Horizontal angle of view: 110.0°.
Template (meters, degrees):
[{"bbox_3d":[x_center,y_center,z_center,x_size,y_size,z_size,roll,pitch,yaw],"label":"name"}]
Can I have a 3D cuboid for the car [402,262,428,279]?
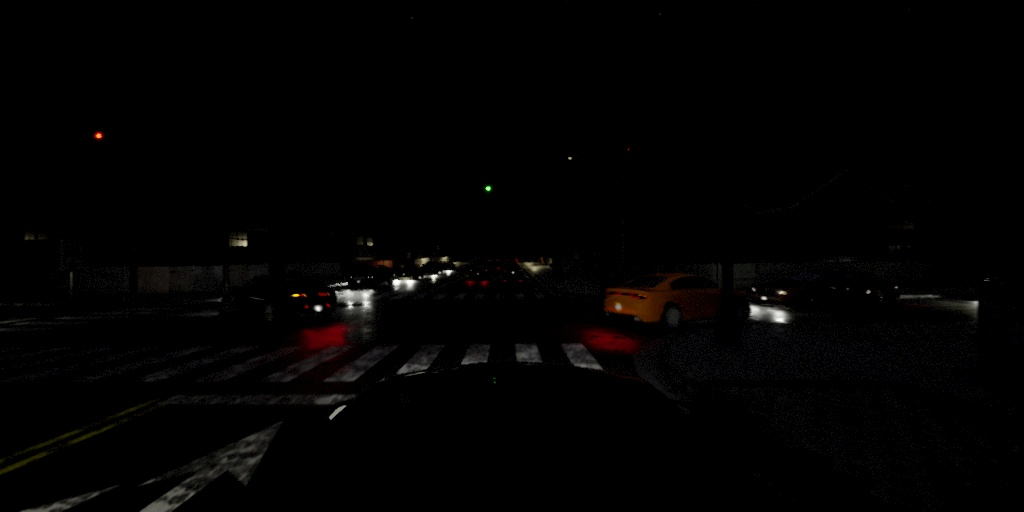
[{"bbox_3d":[-9.851,1.508,34.653,1.994,1.385,4.181,0,0,0],"label":"car"}]

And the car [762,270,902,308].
[{"bbox_3d":[12.847,1.301,14.797,5.357,1.411,2.033,0,0,-6],"label":"car"}]

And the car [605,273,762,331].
[{"bbox_3d":[5.244,1.273,11.260,5.008,1.535,1.882,0,-2,-26],"label":"car"}]

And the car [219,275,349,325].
[{"bbox_3d":[-8.197,1.412,12.545,4.892,1.490,1.837,-1,-3,31],"label":"car"}]

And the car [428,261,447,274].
[{"bbox_3d":[-9.817,1.411,44.262,1.882,1.535,5.008,0,0,0],"label":"car"}]

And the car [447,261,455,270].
[{"bbox_3d":[-9.759,1.425,54.066,1.994,1.385,4.181,0,0,0],"label":"car"}]

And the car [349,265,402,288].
[{"bbox_3d":[-9.849,1.390,25.470,2.128,1.511,4.902,0,0,0],"label":"car"}]

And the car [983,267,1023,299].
[{"bbox_3d":[22.823,1.028,15.045,4.553,1.767,2.097,0,0,-2],"label":"car"}]

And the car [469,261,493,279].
[{"bbox_3d":[-3.157,1.472,35.572,1.812,1.442,4.674,0,0,0],"label":"car"}]

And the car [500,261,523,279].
[{"bbox_3d":[0.094,1.510,35.214,1.994,1.385,4.181,0,0,0],"label":"car"}]
